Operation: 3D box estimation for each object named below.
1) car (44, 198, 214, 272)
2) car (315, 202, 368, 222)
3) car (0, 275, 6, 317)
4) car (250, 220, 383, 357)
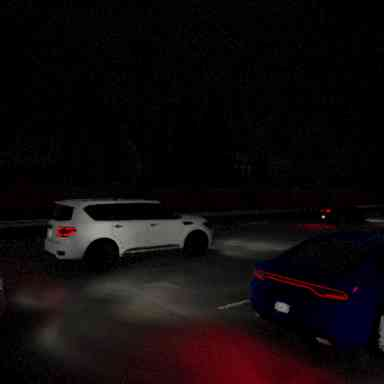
[{"bbox_3d":[-1.870,1.222,11.036,5.566,2.045,2.150,0,0,-36],"label":"car"},{"bbox_3d":[11.211,1.504,24.841,4.892,1.490,1.837,0,0,-36],"label":"car"},{"bbox_3d":[-5.497,1.219,4.116,5.566,2.045,2.150,0,0,-36],"label":"car"},{"bbox_3d":[3.266,1.478,6.111,5.008,1.535,1.882,0,0,-36],"label":"car"}]
